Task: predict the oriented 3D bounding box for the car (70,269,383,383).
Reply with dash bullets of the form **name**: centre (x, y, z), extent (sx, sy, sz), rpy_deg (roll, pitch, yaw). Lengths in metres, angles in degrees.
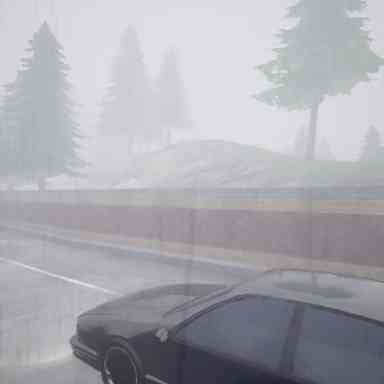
- **car**: centre (1.097, 1.550, 3.257), extent (5.357, 1.411, 2.033), rpy_deg (0, 0, 36)
